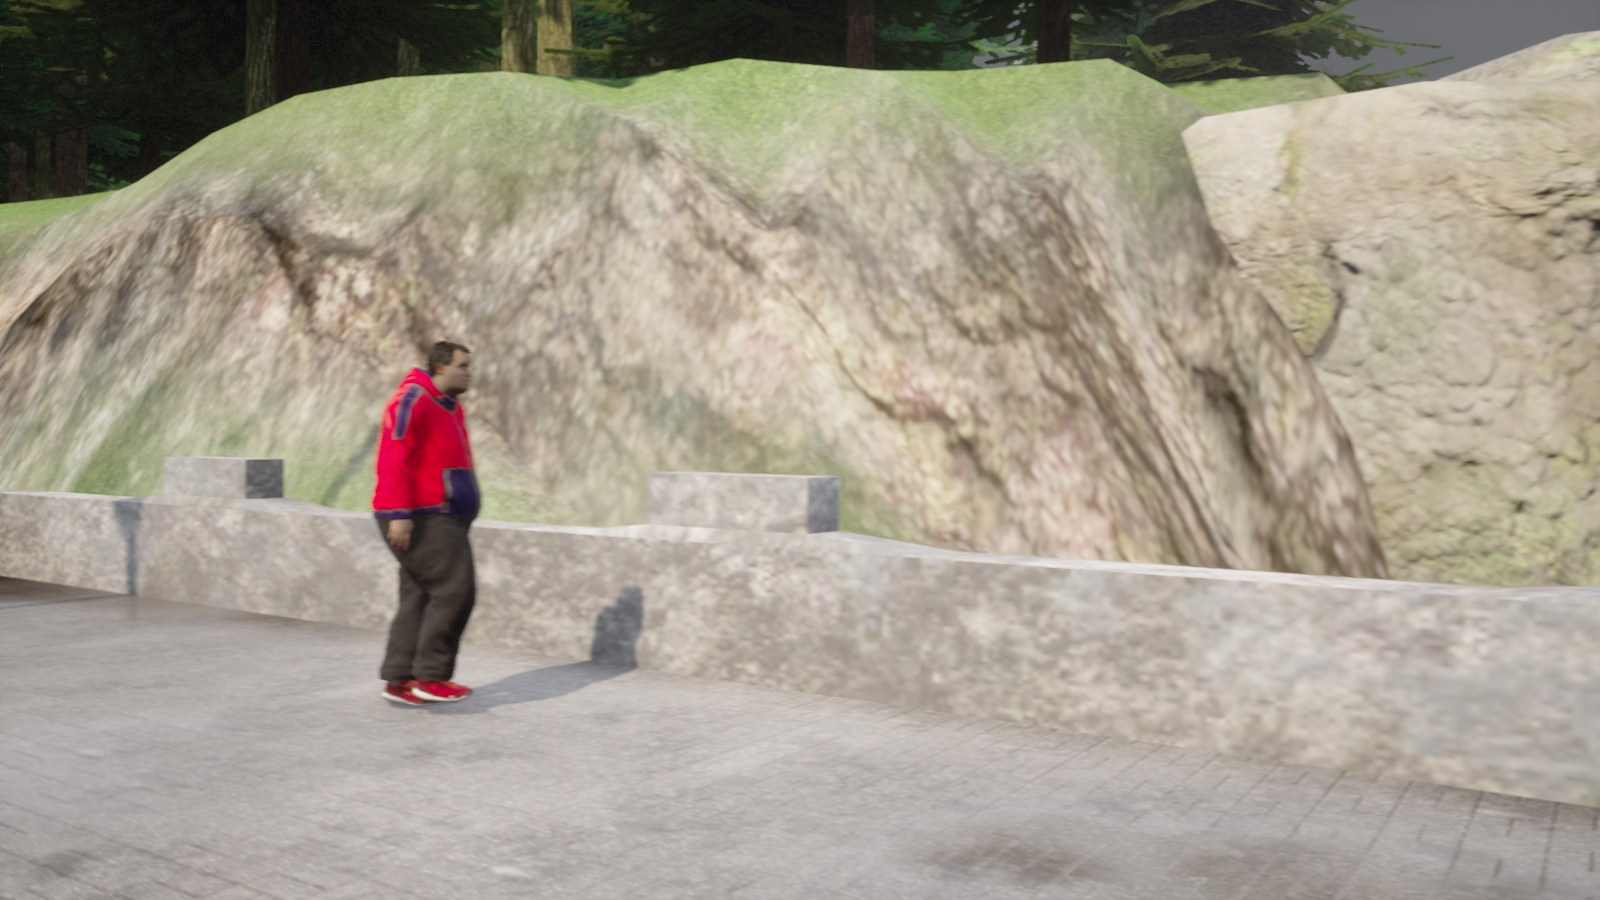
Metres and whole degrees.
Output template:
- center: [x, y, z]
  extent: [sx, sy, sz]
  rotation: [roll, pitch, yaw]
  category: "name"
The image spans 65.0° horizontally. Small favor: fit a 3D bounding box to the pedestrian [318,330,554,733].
- center: [-1.744, 0.374, 6.104]
  extent: [0.899, 1.844, 0.634]
  rotation: [0, 1, 7]
  category: "pedestrian"
